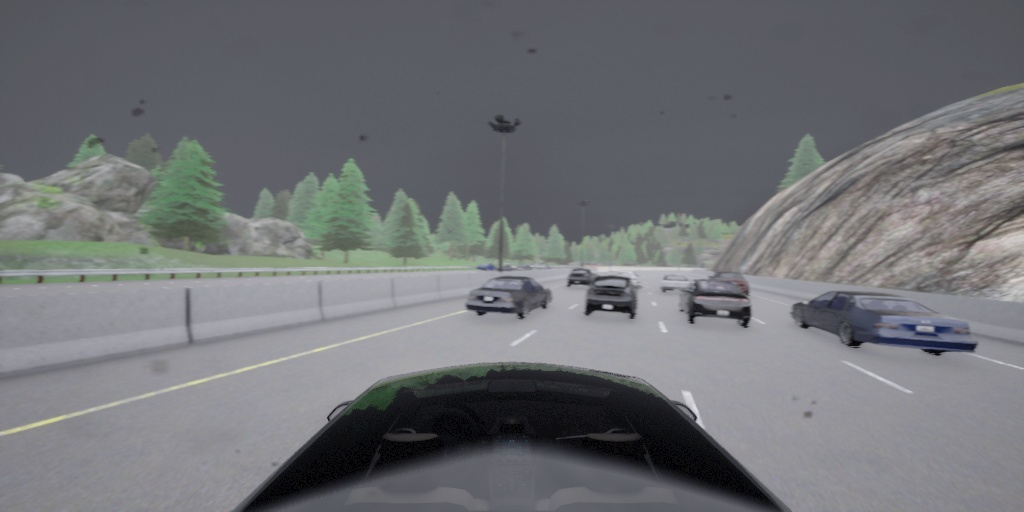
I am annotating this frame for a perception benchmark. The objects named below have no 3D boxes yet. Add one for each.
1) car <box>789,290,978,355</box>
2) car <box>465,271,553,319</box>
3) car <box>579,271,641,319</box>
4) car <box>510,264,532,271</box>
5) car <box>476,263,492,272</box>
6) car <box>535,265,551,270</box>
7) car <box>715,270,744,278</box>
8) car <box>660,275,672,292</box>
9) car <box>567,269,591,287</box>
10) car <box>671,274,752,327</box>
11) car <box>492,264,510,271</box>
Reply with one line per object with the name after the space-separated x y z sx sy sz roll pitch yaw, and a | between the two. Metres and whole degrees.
9.986 1.710 10.281 2.033 1.411 5.357 1 -1 20 | car
0.110 1.469 13.840 2.033 1.411 5.357 1 -1 20 | car
4.156 1.558 14.704 1.837 1.490 4.892 1 0 20 | car
1.980 2.126 61.164 2.128 1.511 4.902 1 -1 20 | car
-4.623 1.949 63.447 1.882 1.535 5.008 1 -1 20 | car
5.280 2.240 60.012 1.812 1.442 4.674 1 -1 20 | car
15.728 1.906 26.379 2.097 1.767 4.553 1 -1 20 | car
12.243 2.063 27.052 1.895 1.301 4.718 1 -1 20 | car
5.870 1.821 29.994 1.837 1.490 4.892 1 0 20 | car
7.440 1.624 13.496 2.128 1.511 4.902 1 -1 20 | car
-1.310 2.117 62.346 1.994 1.385 4.181 1 -1 20 | car
